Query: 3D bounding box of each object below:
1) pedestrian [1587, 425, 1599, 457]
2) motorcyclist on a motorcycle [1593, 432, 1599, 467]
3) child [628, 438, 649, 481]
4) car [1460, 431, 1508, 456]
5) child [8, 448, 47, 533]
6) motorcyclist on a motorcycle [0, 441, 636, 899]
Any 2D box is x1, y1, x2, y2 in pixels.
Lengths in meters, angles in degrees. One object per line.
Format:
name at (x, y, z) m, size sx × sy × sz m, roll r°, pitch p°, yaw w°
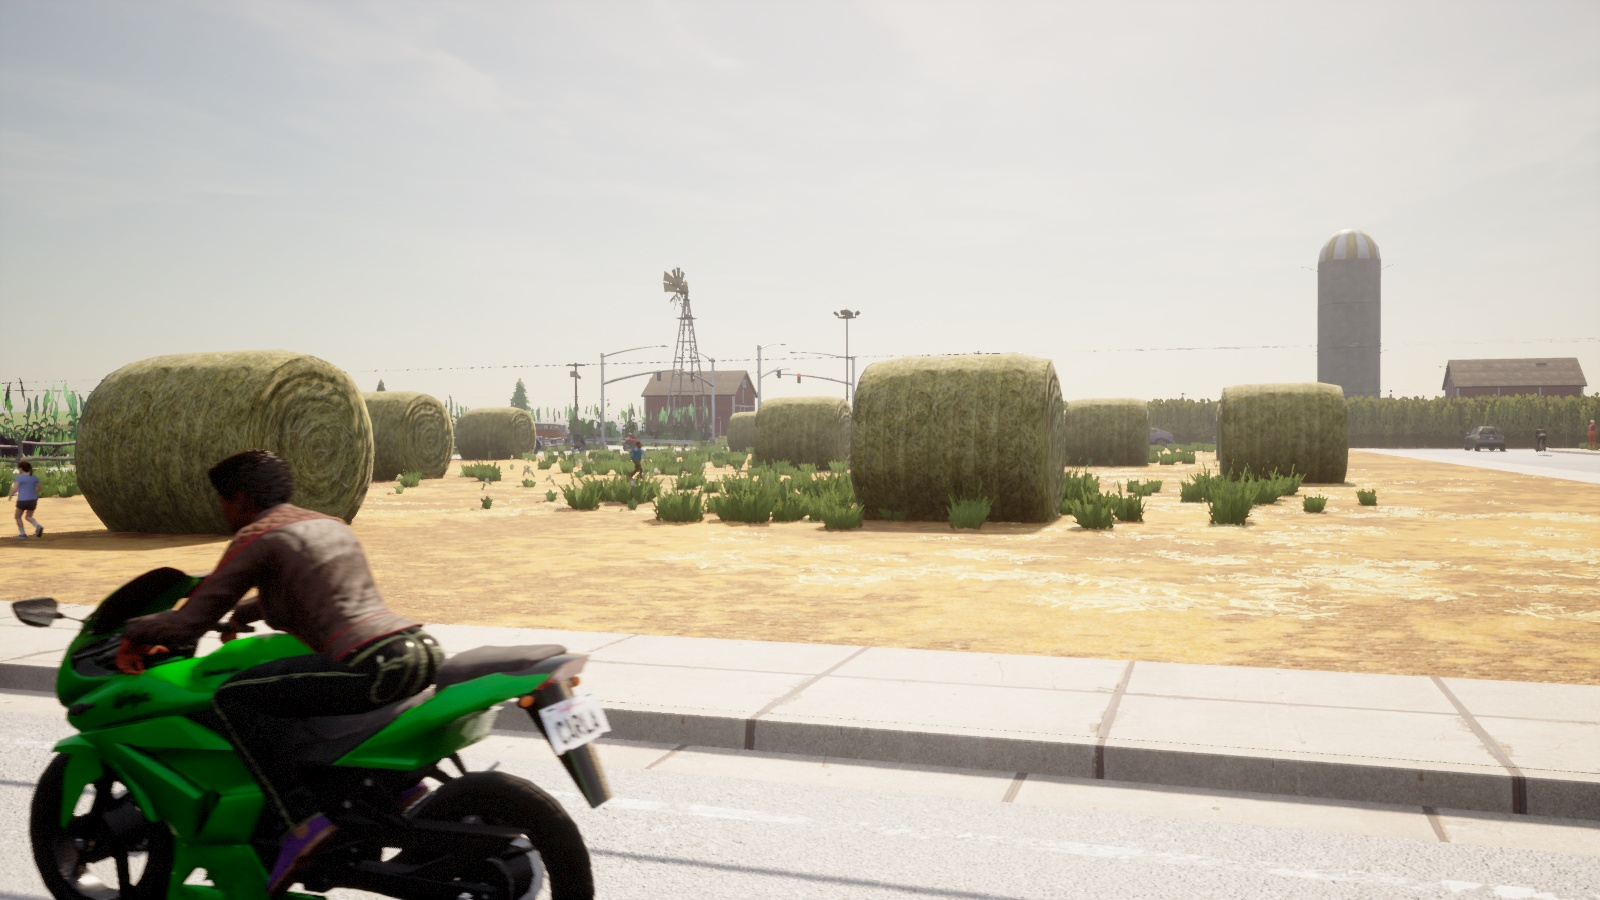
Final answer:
pedestrian at (46.405, -0.541, 73.526) m, size 0.345 × 1.836 × 0.594 m, roll 0°, pitch 1°, yaw 6°
motorcyclist on a motorcycle at (36.541, -0.017, 56.655) m, size 0.866 × 1.590 × 1.817 m, roll 1°, pitch 1°, yaw 18°
child at (-4.491, 0.256, 34.934) m, size 0.448 × 1.192 × 0.343 m, roll 1°, pitch 1°, yaw 27°
car at (44.321, -0.437, 81.426) m, size 1.851 × 1.617 × 3.988 m, roll 1°, pitch 1°, yaw 16°
child at (-10.274, 0.536, 16.703) m, size 0.394 × 1.110 × 0.255 m, roll 1°, pitch 1°, yaw 25°
motorcyclist on a motorcycle at (-1.591, 0.743, 3.731) m, size 2.044 × 1.523 × 0.797 m, roll 1°, pitch 1°, yaw 18°
